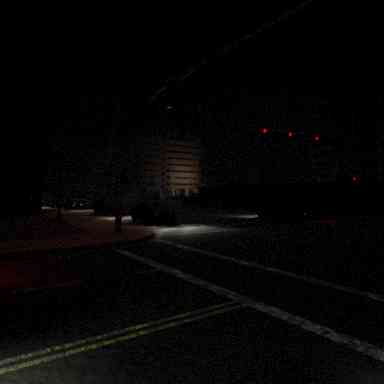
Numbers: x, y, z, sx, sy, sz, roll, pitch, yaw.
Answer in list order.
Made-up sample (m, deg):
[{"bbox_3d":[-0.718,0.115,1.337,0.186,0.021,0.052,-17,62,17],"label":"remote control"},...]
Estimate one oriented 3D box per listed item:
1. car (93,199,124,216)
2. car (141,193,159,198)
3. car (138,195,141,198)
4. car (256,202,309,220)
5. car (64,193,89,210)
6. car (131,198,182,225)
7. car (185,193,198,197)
[{"bbox_3d":[-8.316,1.478,33.039,1.882,1.535,5.008,0,0,-33],"label":"car"},{"bbox_3d":[-9.782,1.156,81.499,3.866,1.878,1.905,0,0,-34],"label":"car"},{"bbox_3d":[-11.359,1.153,83.926,4.605,1.855,1.932,0,0,-34],"label":"car"},{"bbox_3d":[7.524,1.526,27.876,1.812,1.442,4.674,-1,0,-36],"label":"car"},{"bbox_3d":[-15.366,1.218,44.075,2.150,2.045,5.566,0,0,-33],"label":"car"},{"bbox_3d":[-2.887,1.478,24.489,1.882,1.535,5.008,0,0,-31],"label":"car"},{"bbox_3d":[1.246,1.156,65.267,3.866,1.878,1.905,0,0,-34],"label":"car"}]
